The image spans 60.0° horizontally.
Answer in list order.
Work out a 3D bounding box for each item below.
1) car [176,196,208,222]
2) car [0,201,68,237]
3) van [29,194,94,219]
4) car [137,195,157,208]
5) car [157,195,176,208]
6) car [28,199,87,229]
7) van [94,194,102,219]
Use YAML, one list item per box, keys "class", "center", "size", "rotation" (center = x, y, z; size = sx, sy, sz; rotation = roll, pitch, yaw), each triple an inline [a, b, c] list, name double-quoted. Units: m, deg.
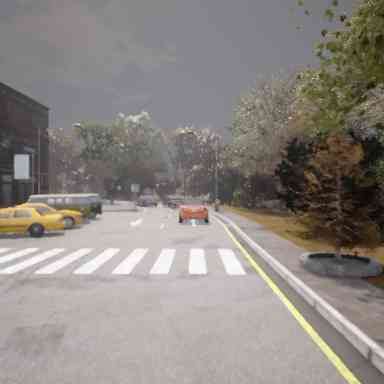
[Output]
- class: "car"
  center: [0.048, 1.250, 25.215]
  size: [2.097, 1.767, 4.553]
  rotation: [0, 1, -2]
- class: "car"
  center: [-9.352, 1.479, 17.027]
  size: [5.366, 1.575, 1.946]
  rotation: [-1, 0, -20]
- class: "van"
  center: [-9.338, 1.186, 23.039]
  size: [4.442, 1.987, 1.878]
  rotation: [-1, 1, -20]
- class: "car"
  center: [-5.749, 1.167, 42.802]
  size: [1.837, 1.490, 4.892]
  rotation: [0, 0, -22]
- class: "car"
  center: [-2.611, 1.163, 42.735]
  size: [2.128, 1.511, 4.902]
  rotation: [0, 1, -17]
- class: "car"
  center: [-9.209, 1.448, 20.095]
  size: [5.008, 1.535, 2.097]
  rotation: [-1, 0, -20]
- class: "van"
  center: [-9.363, 1.147, 26.040]
  size: [4.442, 1.987, 1.878]
  rotation: [-1, 1, -20]
